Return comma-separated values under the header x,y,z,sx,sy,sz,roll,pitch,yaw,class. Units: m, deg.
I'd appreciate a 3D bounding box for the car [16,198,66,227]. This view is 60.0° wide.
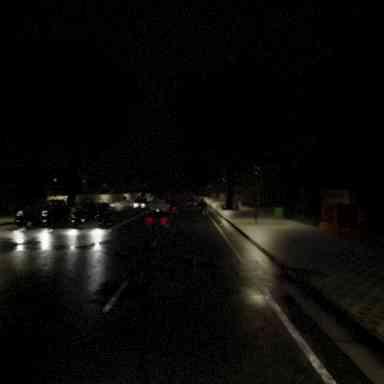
x,y,z,sx,sy,sz,roll,pitch,yaw,class
-9.848,1.312,22.386,2.097,1.767,4.553,0,0,0,car

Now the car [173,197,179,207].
x,y,z,sx,sy,sz,roll,pitch,yaw,class
-3.153,1.440,50.744,1.812,1.442,4.674,0,0,0,car

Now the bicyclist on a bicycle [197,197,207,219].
x,y,z,sx,sy,sz,roll,pitch,yaw,class
0.892,1.325,25.881,0.659,1.776,1.843,0,0,0,bicyclist on a bicycle

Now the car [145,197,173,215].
x,y,z,sx,sy,sz,roll,pitch,yaw,class
-3.152,1.469,32.831,1.812,1.442,4.674,0,0,0,car

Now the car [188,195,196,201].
x,y,z,sx,sy,sz,roll,pitch,yaw,class
-0.005,1.397,82.302,2.128,1.511,4.902,0,0,0,car

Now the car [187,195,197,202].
x,y,z,sx,sy,sz,roll,pitch,yaw,class
0.029,1.412,69.251,1.812,1.442,4.674,0,-1,0,car

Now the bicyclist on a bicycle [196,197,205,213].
x,y,z,sx,sy,sz,roll,pitch,yaw,class
0.888,1.376,35.170,0.866,1.612,1.509,0,0,0,bicyclist on a bicycle

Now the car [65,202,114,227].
x,y,z,sx,sy,sz,roll,pitch,yaw,class
-6.598,1.465,22.558,1.837,1.490,4.892,0,0,0,car

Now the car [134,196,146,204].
x,y,z,sx,sy,sz,roll,pitch,yaw,class
-9.764,1.494,63.288,1.895,1.301,4.718,0,0,0,car
